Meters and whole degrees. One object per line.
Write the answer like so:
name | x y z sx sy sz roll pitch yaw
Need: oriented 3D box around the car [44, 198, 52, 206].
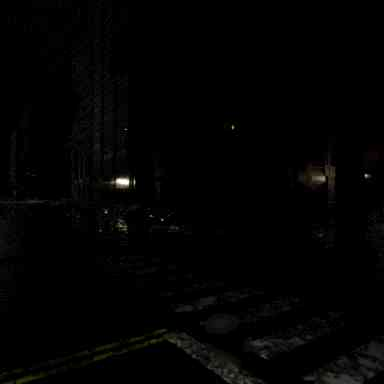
car | -26.482 1.801 62.419 2.128 1.511 4.902 1 -1 -36

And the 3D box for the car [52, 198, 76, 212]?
car | -15.486 1.723 41.382 2.033 1.411 5.357 1 -1 -34

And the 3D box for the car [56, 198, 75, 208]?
car | -20.691 1.788 54.243 1.812 1.442 4.674 1 -1 -35

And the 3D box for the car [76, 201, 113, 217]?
car | -9.344 1.618 32.688 2.128 1.511 4.902 1 -1 -35

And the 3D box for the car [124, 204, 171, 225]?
car | -3.403 1.605 24.317 1.812 1.442 4.674 1 -1 -37
